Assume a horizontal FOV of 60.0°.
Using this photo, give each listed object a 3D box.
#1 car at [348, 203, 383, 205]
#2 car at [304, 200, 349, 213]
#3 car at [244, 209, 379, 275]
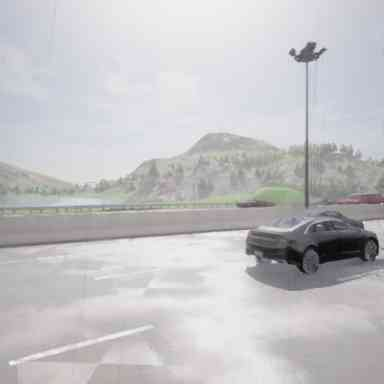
[{"bbox_3d":[17.042,1.148,33.624,5.566,2.045,2.150,0,0,-25],"label":"car"},{"bbox_3d":[14.708,1.520,36.395,4.718,1.301,1.895,0,0,-25],"label":"car"},{"bbox_3d":[3.858,1.468,10.357,4.902,1.511,2.128,0,0,-32],"label":"car"}]
